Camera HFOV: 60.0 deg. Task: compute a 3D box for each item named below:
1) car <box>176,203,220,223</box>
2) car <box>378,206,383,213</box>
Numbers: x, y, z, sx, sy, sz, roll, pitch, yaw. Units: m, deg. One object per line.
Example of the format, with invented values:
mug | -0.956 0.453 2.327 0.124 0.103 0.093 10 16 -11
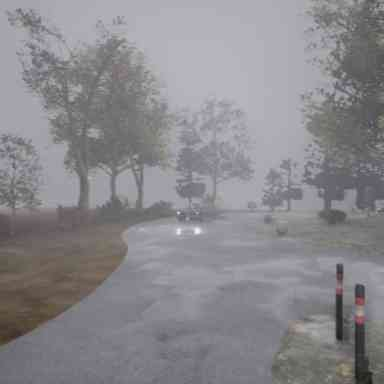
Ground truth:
car | 0.535 1.521 24.780 1.895 1.301 4.718 0 0 23
car | 20.972 1.573 32.010 5.357 1.411 2.033 0 0 29
